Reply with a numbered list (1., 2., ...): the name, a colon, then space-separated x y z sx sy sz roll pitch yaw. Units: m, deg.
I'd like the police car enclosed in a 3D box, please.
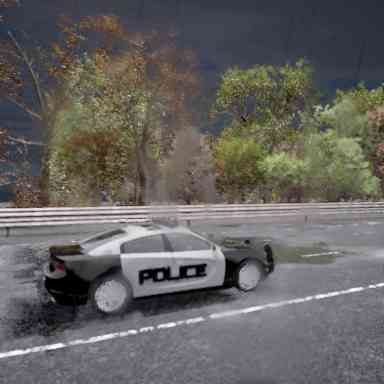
1. police car: -0.485 1.423 7.499 5.238 1.638 1.930 0 0 -26
